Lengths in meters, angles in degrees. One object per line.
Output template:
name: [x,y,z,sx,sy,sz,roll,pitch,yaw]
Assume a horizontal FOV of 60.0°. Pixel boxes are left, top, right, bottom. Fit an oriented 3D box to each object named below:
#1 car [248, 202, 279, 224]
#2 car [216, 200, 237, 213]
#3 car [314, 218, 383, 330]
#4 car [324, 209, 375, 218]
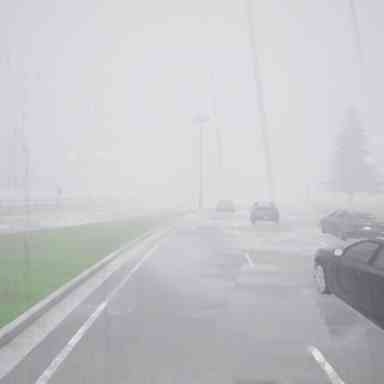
car: [5.229,1.469,24.397,2.128,1.511,4.902,0,0,7]
car: [3.779,1.531,36.383,1.994,1.385,4.181,0,0,12]
car: [3.707,1.472,5.662,1.882,1.535,5.008,0,0,1]
car: [7.811,1.549,16.455,1.994,1.385,4.181,0,0,5]
